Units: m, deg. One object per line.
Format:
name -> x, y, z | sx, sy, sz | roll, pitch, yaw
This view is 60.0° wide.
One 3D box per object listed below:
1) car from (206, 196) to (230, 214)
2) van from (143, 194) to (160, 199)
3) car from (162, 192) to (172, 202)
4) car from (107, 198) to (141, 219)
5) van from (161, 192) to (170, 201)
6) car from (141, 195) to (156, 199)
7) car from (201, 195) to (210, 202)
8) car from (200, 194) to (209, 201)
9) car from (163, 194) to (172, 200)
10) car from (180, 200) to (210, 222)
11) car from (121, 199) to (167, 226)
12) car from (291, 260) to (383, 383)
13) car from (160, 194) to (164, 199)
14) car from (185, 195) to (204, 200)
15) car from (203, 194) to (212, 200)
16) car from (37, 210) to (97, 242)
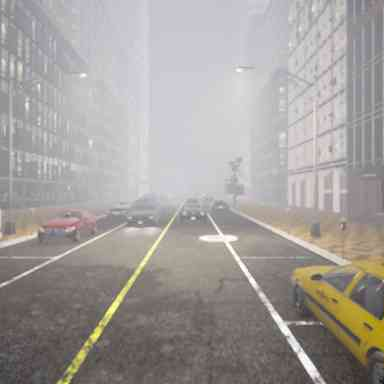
car -> 2.683, 1.415, 32.801 | 1.947, 1.339, 4.313 | 0, 0, 0
van -> -5.700, 1.135, 44.195 | 1.690, 1.788, 3.998 | 0, 0, 0
car -> -5.708, 1.118, 66.963 | 1.967, 1.590, 4.097 | 0, 0, 0
car -> -5.696, 1.427, 27.119 | 2.008, 1.369, 4.403 | 0, 0, 0
van -> -5.709, 0.990, 72.656 | 1.690, 1.788, 3.998 | 0, 0, 0
car -> -5.699, 1.366, 38.503 | 1.887, 1.381, 4.507 | 0, 0, 0
car -> 2.672, 1.260, 66.952 | 1.802, 1.307, 4.206 | 0, 0, 0
car -> 2.671, 1.173, 72.814 | 1.752, 1.417, 4.829 | 0, 0, 0
car -> -5.712, 1.185, 78.349 | 1.947, 1.339, 4.313 | 0, 0, 0
car -> 0.093, 1.488, 24.652 | 1.895, 1.301, 4.718 | 0, 0, 0
car -> -3.101, 1.444, 22.628 | 2.033, 1.411, 5.357 | 0, 0, 0
car -> 2.692, 1.505, 4.510 | 1.752, 1.417, 4.829 | 0, 0, 0
car -> -5.703, 1.348, 49.888 | 1.802, 1.307, 4.206 | 0, 0, 0
car -> 0.088, 1.368, 42.138 | 1.994, 1.385, 4.181 | 0, 0, 0
car -> 2.677, 1.177, 55.567 | 1.967, 1.590, 4.097 | 0, 0, 0
car -> -5.692, 1.511, 15.734 | 1.802, 1.307, 4.206 | 0, 0, 0
